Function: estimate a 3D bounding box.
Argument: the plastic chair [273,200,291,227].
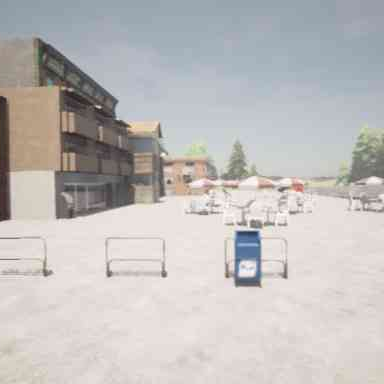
[{"bbox_3d":[4.447,1.039,16.531,0.730,1.271,0.750,-1,1,5],"label":"plastic chair"}]

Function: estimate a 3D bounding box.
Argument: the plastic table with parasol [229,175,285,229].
[{"bbox_3d":[3.173,0.446,16.736,2.482,2.480,2.482,-1,1,5],"label":"plastic table with parasol"}]

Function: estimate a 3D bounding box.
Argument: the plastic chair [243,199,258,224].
[{"bbox_3d":[3.154,1.020,17.937,0.750,1.271,0.730,-1,1,5],"label":"plastic chair"}]
